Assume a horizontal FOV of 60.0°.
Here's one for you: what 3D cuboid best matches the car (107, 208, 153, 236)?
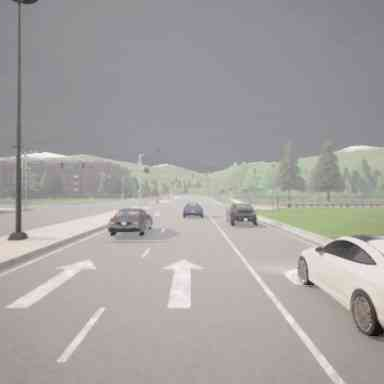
[{"bbox_3d":[-3.400,1.630,19.095,2.033,1.411,5.357,0,0,0],"label":"car"}]

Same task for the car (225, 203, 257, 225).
[{"bbox_3d":[3.601,1.611,24.690,1.837,1.490,4.892,0,0,0],"label":"car"}]

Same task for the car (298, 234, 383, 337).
[{"bbox_3d":[3.600,1.554,6.574,1.812,1.442,4.674,0,0,0],"label":"car"}]

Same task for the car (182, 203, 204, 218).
[{"bbox_3d":[0.101,1.702,32.109,1.994,1.385,4.181,0,0,0],"label":"car"}]
